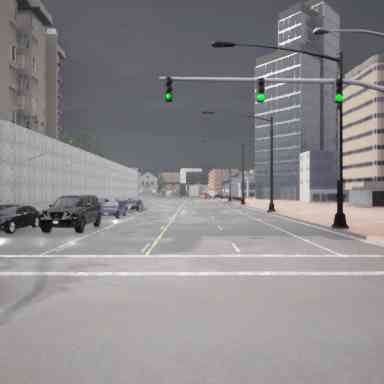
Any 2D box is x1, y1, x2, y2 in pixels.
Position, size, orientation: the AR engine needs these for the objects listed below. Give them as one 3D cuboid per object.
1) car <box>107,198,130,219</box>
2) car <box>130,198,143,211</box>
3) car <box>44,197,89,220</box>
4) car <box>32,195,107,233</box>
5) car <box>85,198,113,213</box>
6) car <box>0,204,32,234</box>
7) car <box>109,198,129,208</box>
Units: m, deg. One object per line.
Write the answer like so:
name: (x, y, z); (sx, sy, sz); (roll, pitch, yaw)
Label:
car: (-7.076, 1.525, 29.677); (1.812, 1.442, 4.674); (0, 0, 0)
car: (-7.062, 1.491, 40.020); (2.128, 1.511, 4.902); (0, 0, 0)
car: (-10.578, 1.351, 28.476); (2.097, 1.767, 4.553); (0, 0, 0)
car: (-7.080, 1.221, 20.037); (2.150, 2.045, 5.566); (0, 0, 0)
car: (-10.566, 1.504, 38.294); (1.837, 1.490, 4.892); (0, 0, 0)
car: (-10.584, 1.504, 19.409); (1.837, 1.490, 4.892); (0, 0, 0)
car: (-10.522, 1.600, 48.354); (1.895, 1.301, 4.718); (0, 0, 1)
